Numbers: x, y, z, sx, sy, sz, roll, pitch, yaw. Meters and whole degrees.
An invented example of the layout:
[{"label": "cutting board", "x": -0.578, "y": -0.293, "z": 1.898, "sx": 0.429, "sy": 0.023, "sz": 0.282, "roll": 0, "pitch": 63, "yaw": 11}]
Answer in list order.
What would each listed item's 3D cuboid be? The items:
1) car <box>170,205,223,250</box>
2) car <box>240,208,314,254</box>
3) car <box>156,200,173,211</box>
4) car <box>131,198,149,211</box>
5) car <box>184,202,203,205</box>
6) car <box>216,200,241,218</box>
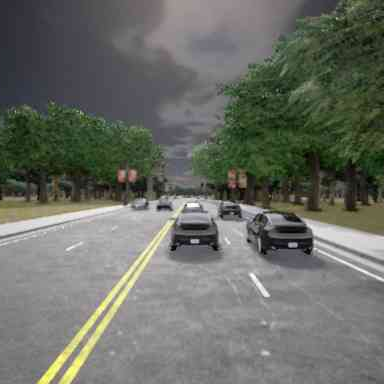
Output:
[{"label": "car", "x": 0.103, "y": 1.514, "z": 14.316, "sx": 1.837, "sy": 1.490, "sz": 4.892, "roll": 0, "pitch": 0, "yaw": 0}, {"label": "car", "x": 3.353, "y": 1.514, "z": 13.471, "sx": 1.837, "sy": 1.490, "sz": 4.892, "roll": 0, "pitch": 0, "yaw": 0}, {"label": "car", "x": -3.332, "y": 1.674, "z": 41.026, "sx": 1.895, "sy": 1.301, "sz": 4.718, "roll": 0, "pitch": 0, "yaw": 0}, {"label": "car", "x": -6.577, "y": 1.570, "z": 42.460, "sx": 2.128, "sy": 1.511, "sz": 4.902, "roll": 0, "pitch": 0, "yaw": 0}, {"label": "car", "x": 0.106, "y": 1.600, "z": 30.964, "sx": 1.994, "sy": 1.385, "sz": 4.181, "roll": 0, "pitch": 0, "yaw": 0}, {"label": "car", "x": 3.357, "y": 1.539, "z": 30.266, "sx": 1.837, "sy": 1.490, "sz": 4.892, "roll": 0, "pitch": 0, "yaw": 0}]
